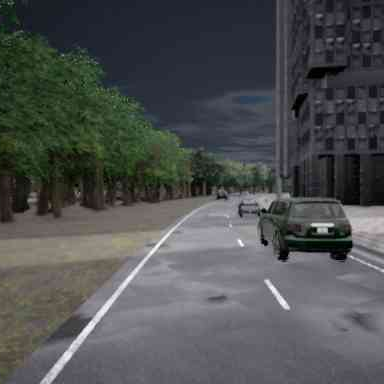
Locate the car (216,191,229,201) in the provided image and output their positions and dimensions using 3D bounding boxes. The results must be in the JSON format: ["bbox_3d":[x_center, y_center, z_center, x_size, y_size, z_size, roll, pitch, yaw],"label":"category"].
[{"bbox_3d":[6.477,0.752,70.758,2.150,2.045,5.566,0,1,12],"label":"car"}]

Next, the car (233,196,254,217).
[{"bbox_3d":[5.161,1.417,30.580,2.128,1.511,4.902,0,0,5],"label":"car"}]

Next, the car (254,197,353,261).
[{"bbox_3d":[3.910,1.206,12.373,2.150,2.045,5.566,0,0,2],"label":"car"}]

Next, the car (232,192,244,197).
[{"bbox_3d":[11.785,0.696,87.945,2.033,1.411,5.357,0,1,15],"label":"car"}]
